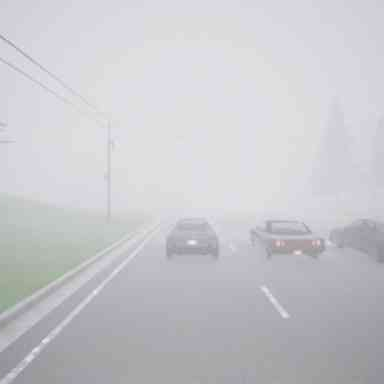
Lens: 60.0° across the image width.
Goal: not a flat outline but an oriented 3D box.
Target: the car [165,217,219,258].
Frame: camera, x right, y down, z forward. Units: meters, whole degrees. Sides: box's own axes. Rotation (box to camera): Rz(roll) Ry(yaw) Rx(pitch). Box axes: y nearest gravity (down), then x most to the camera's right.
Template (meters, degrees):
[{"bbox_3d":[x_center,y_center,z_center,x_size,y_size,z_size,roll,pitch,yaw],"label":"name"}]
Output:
[{"bbox_3d":[0.017,1.712,13.398,1.994,1.385,4.181,0,-1,0],"label":"car"}]

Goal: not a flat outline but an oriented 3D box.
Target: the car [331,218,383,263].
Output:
[{"bbox_3d":[7.006,1.685,12.499,2.033,1.411,5.357,0,-1,0],"label":"car"}]

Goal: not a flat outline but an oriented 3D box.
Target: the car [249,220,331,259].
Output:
[{"bbox_3d":[3.513,1.747,13.237,1.895,1.301,4.718,0,-1,0],"label":"car"}]
